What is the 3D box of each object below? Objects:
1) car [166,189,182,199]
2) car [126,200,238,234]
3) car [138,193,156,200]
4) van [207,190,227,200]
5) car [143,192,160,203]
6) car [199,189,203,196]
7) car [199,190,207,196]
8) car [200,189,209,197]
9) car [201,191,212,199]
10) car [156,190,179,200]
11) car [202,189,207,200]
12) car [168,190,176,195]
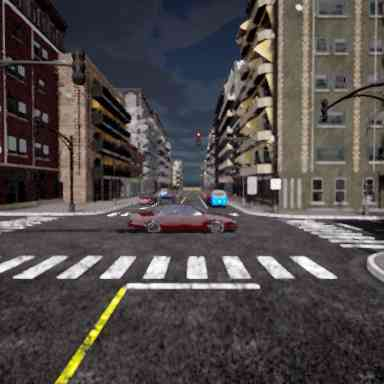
[{"bbox_3d":[-2.944,0.388,59.361,2.097,1.767,4.553,0,1,1],"label":"car"},{"bbox_3d":[-0.473,1.270,16.460,5.357,1.411,2.033,0,1,0],"label":"car"},{"bbox_3d":[-5.773,0.877,42.067,1.802,1.307,4.206,-1,1,0],"label":"car"},{"bbox_3d":[2.870,0.727,36.503,1.690,1.788,3.998,-1,1,0],"label":"van"},{"bbox_3d":[-5.764,0.776,47.588,1.947,1.339,4.313,-1,1,0],"label":"car"},{"bbox_3d":[2.776,0.490,58.561,1.967,1.590,4.097,-1,1,0],"label":"car"},{"bbox_3d":[2.894,0.227,86.169,1.947,1.339,4.313,-1,1,0],"label":"car"},{"bbox_3d":[2.851,0.253,75.123,1.967,1.590,4.097,-1,1,0],"label":"car"},{"bbox_3d":[2.787,0.515,64.083,1.887,1.381,4.507,-1,1,0],"label":"car"},{"bbox_3d":[-3.013,0.861,42.001,1.994,1.385,4.181,0,1,0],"label":"car"},{"bbox_3d":[2.790,0.615,41.999,2.192,1.841,5.009,-1,1,0],"label":"car"},{"bbox_3d":[-5.589,0.128,91.767,1.887,1.381,4.507,-1,1,0],"label":"car"}]
